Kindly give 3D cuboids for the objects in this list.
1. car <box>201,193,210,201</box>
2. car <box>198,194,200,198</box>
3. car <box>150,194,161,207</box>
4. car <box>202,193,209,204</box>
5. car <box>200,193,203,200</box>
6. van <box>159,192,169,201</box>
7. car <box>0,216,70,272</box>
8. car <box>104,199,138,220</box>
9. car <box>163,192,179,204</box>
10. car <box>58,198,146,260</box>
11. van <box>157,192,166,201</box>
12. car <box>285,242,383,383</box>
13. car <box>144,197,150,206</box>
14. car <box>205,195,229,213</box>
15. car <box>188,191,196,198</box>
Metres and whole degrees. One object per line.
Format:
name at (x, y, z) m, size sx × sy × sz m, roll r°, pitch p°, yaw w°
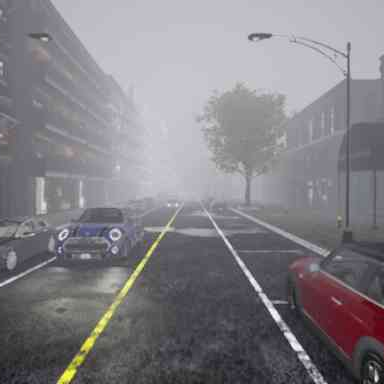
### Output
car at (2.982, 1.025, 72.814) m, size 1.801 × 1.575 × 5.366 m, roll 0°, pitch 0°, yaw 0°
car at (2.672, 1.170, 61.616) m, size 1.887 × 1.381 × 4.507 m, roll 0°, pitch 0°, yaw 0°
car at (-5.704, 1.283, 44.525) m, size 1.947 × 1.339 × 4.313 m, roll 0°, pitch 0°, yaw 0°
car at (2.676, 1.262, 44.525) m, size 1.887 × 1.381 × 4.507 m, roll 0°, pitch 0°, yaw 0°
car at (2.673, 1.237, 55.918) m, size 1.802 × 1.307 × 4.206 m, roll 0°, pitch 0°, yaw 0°
van at (-5.711, 0.938, 67.312) m, size 1.690 × 1.788 × 3.998 m, roll 0°, pitch 0°, yaw 0°
car at (-5.695, 1.481, 10.346) m, size 2.008 × 1.369 × 4.403 m, roll 0°, pitch 0°, yaw 0°
car at (-5.700, 1.347, 27.266) m, size 1.752 × 1.417 × 4.829 m, roll 0°, pitch 0°, yaw 0°
car at (-3.070, 1.208, 54.832) m, size 2.033 × 1.411 × 5.357 m, roll 0°, pitch 0°, yaw 1°
car at (-3.104, 1.271, 11.947) m, size 2.097 × 1.767 × 4.553 m, roll 0°, pitch 0°, yaw 0°
van at (-5.710, 0.967, 61.616) m, size 1.690 × 1.788 × 3.998 m, roll 0°, pitch 0°, yaw 0°
car at (2.687, 1.408, 4.649) m, size 1.967 × 1.590 × 4.097 m, roll 0°, pitch 0°, yaw 0°
car at (-5.701, 1.329, 33.133) m, size 1.887 × 1.381 × 4.507 m, roll 0°, pitch 0°, yaw 0°
car at (2.680, 1.335, 33.133) m, size 2.008 × 1.369 × 4.403 m, roll 0°, pitch 0°, yaw 0°
car at (-0.021, 0.875, 86.435) m, size 2.128 × 1.511 × 4.902 m, roll 0°, pitch 0°, yaw 0°
